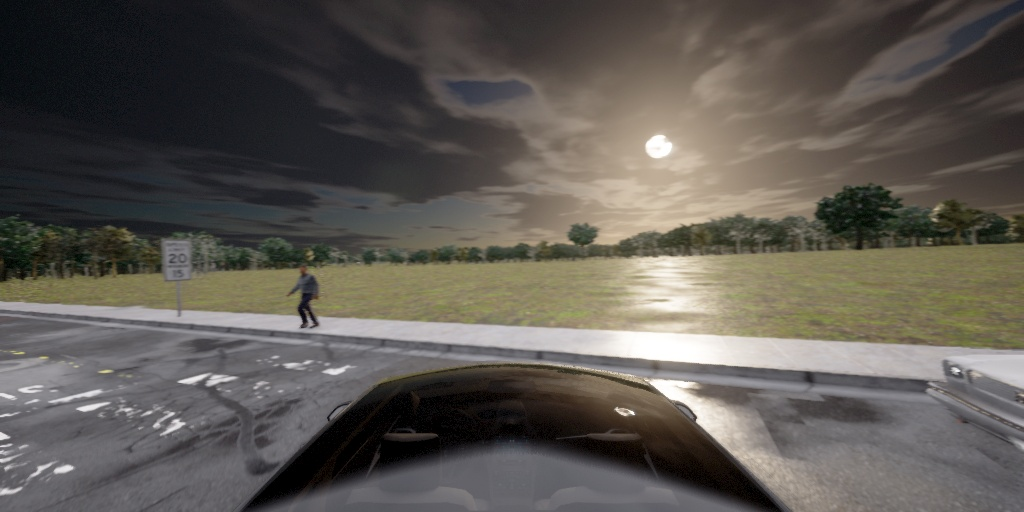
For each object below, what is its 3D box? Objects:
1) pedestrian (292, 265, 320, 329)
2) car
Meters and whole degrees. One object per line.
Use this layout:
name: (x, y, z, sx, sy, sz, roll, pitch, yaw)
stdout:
pedestrian: (-5.685, 1.107, 9.905, 0.375, 1.860, 0.375, -3, -1, 24)
car: (6.078, 1.102, 2.127, 4.718, 1.301, 1.895, -2, 0, 16)
